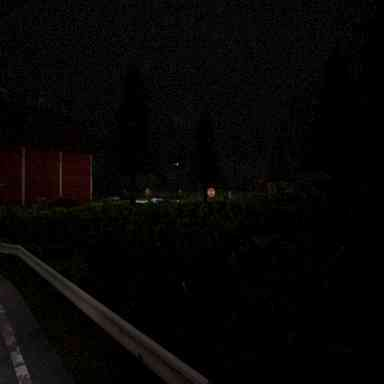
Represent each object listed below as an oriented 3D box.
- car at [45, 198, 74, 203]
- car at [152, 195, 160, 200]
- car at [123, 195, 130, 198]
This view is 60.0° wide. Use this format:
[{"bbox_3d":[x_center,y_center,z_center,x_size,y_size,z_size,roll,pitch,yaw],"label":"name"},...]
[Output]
[{"bbox_3d":[-16.200,1.504,40.753,1.882,1.535,5.008,0,0,33],"label":"car"},{"bbox_3d":[-5.061,1.589,51.202,1.994,1.385,4.181,0,0,33],"label":"car"},{"bbox_3d":[-16.881,1.530,89.666,1.816,1.474,4.193,0,0,33],"label":"car"}]
